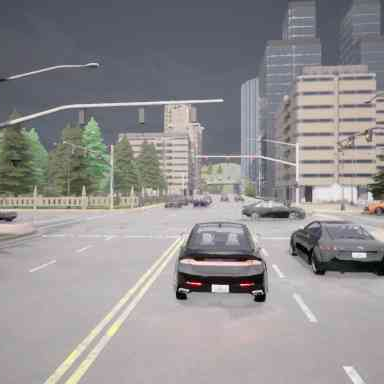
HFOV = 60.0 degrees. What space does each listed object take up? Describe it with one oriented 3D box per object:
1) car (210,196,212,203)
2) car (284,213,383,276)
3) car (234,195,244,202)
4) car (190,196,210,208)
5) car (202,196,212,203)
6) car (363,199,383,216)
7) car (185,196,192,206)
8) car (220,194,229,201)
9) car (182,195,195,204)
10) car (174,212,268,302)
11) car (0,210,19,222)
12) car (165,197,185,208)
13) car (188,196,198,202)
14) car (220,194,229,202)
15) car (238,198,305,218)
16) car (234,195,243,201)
[{"bbox_3d":[2.143,1.601,58.412,1.895,1.301,4.718,0,0,6],"label":"car"},{"bbox_3d":[4.393,1.564,10.395,1.994,1.385,4.181,0,0,5],"label":"car"},{"bbox_3d":[10.937,1.591,76.096,1.895,1.301,4.718,0,0,5],"label":"car"},{"bbox_3d":[1.256,1.601,49.291,1.895,1.301,4.718,0,0,5],"label":"car"},{"bbox_3d":[3.171,1.505,68.457,1.837,1.490,4.892,0,0,6],"label":"car"},{"bbox_3d":[19.152,1.352,32.117,4.553,1.767,2.097,0,0,7],"label":"car"},{"bbox_3d":[-1.643,1.547,55.697,2.033,1.411,5.357,0,0,6],"label":"car"},{"bbox_3d":[8.336,1.353,85.704,2.097,1.767,4.553,0,0,5],"label":"car"},{"bbox_3d":[-0.674,1.478,65.380,1.882,1.535,5.008,0,0,6],"label":"car"},{"bbox_3d":[0.701,1.492,8.285,2.128,1.511,4.902,0,0,5],"label":"car"},{"bbox_3d":[-15.480,1.601,24.576,4.718,1.301,1.895,0,0,5],"label":"car"},{"bbox_3d":[-2.527,1.564,46.497,1.994,1.385,4.181,0,0,5],"label":"car"},{"bbox_3d":[0.315,1.595,75.319,1.895,1.301,4.718,0,0,5],"label":"car"},{"bbox_3d":[7.545,1.549,77.401,1.994,1.385,4.181,0,0,5],"label":"car"},{"bbox_3d":[6.317,1.491,26.031,4.902,1.511,2.128,0,0,5],"label":"car"},{"bbox_3d":[11.823,1.537,85.402,2.033,1.411,5.357,0,0,5],"label":"car"}]
